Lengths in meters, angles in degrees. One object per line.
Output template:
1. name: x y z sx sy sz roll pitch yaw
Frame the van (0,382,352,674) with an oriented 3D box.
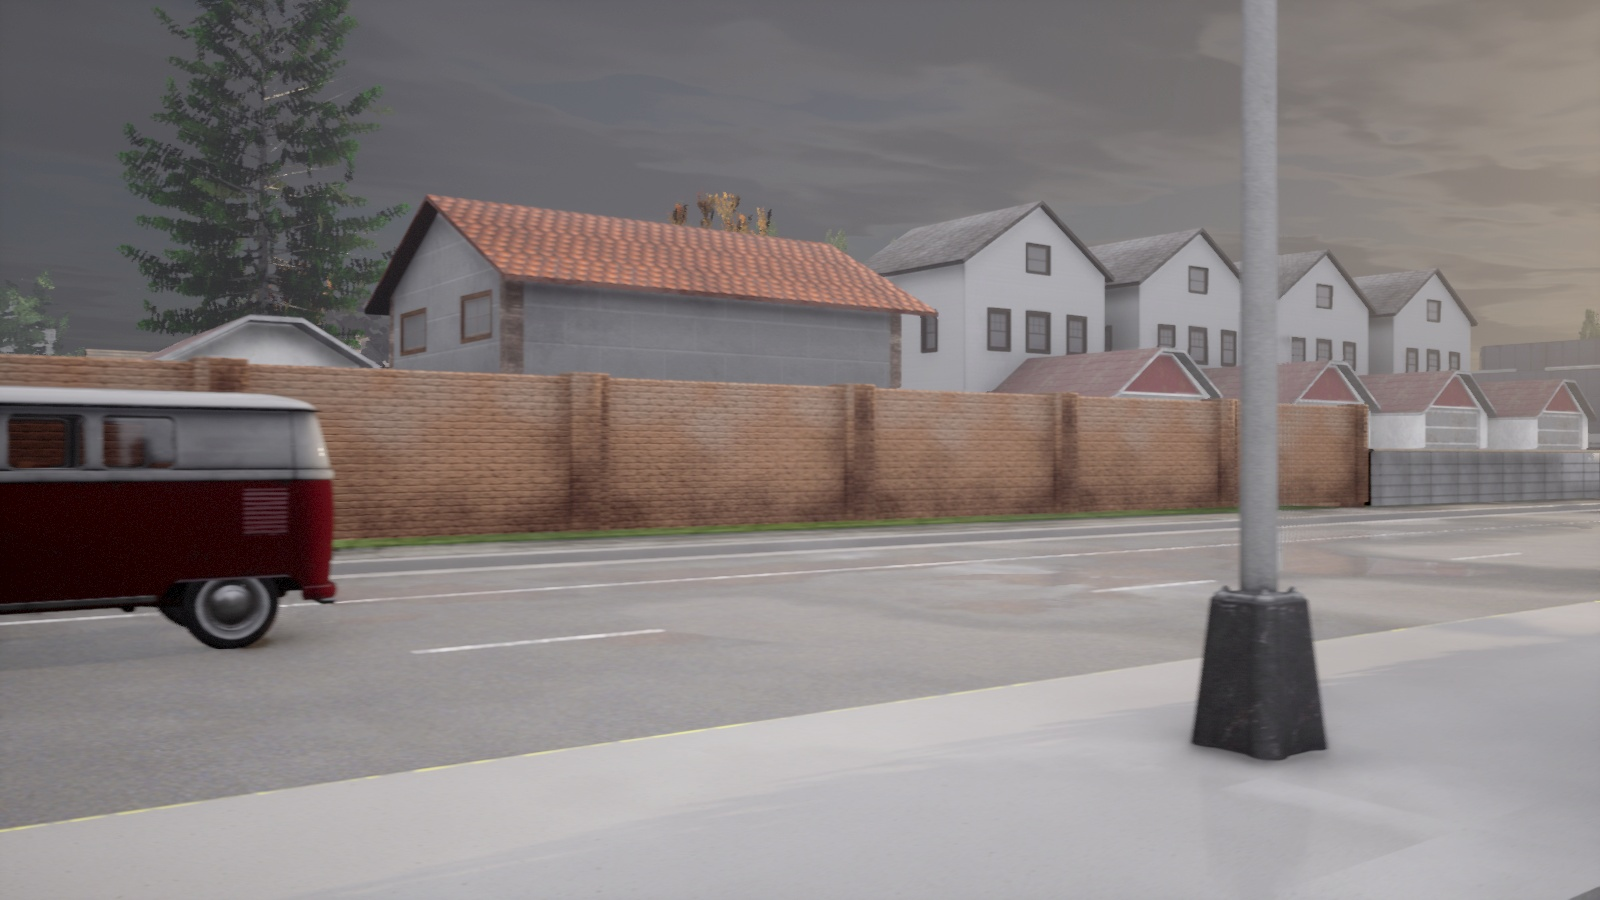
1. van: -5.855 0.533 9.332 4.442 1.987 1.775 0 0 -35
